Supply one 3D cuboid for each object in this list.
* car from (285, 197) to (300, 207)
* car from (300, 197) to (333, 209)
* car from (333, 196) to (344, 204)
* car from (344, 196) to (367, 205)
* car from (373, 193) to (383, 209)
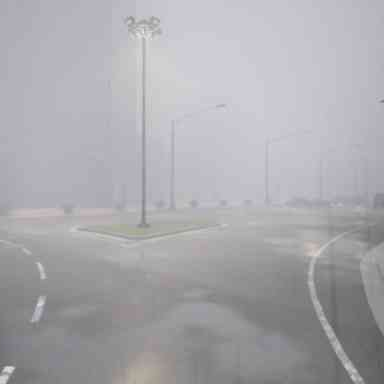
[{"bbox_3d":[15.504,1.439,48.757,2.128,1.511,4.902,0,0,45],"label":"car"},{"bbox_3d":[17.012,1.555,45.307,1.895,1.301,4.718,0,0,45],"label":"car"},{"bbox_3d":[27.129,1.450,60.549,1.837,1.490,4.892,0,0,45],"label":"car"},{"bbox_3d":[28.184,1.460,56.656,1.837,1.490,4.892,0,0,45],"label":"car"},{"bbox_3d":[25.812,1.195,44.039,2.150,2.045,5.566,0,0,44],"label":"car"}]
